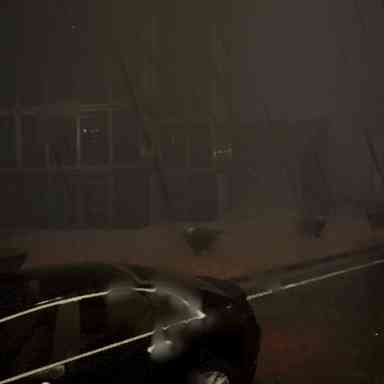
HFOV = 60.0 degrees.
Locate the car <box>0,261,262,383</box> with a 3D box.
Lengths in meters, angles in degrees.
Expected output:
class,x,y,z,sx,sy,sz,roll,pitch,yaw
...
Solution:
class,x,y,z,sx,sy,sz,roll,pitch,yaw
car,-1.511,1.504,2.895,4.892,1.490,1.837,-1,0,-35
